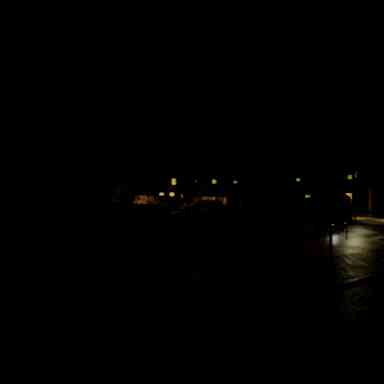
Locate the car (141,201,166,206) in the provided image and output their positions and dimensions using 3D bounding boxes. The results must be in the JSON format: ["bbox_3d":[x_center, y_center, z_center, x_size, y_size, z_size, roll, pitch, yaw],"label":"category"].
[{"bbox_3d":[-4.884,1.751,39.893,1.895,1.301,4.718,-1,1,-34],"label":"car"}]

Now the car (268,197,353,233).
[{"bbox_3d":[7.341,1.382,21.385,2.150,2.045,5.566,-1,1,-33],"label":"car"}]

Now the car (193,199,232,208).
[{"bbox_3d":[1.870,1.511,29.665,2.097,1.767,4.553,-1,1,-33],"label":"car"}]
